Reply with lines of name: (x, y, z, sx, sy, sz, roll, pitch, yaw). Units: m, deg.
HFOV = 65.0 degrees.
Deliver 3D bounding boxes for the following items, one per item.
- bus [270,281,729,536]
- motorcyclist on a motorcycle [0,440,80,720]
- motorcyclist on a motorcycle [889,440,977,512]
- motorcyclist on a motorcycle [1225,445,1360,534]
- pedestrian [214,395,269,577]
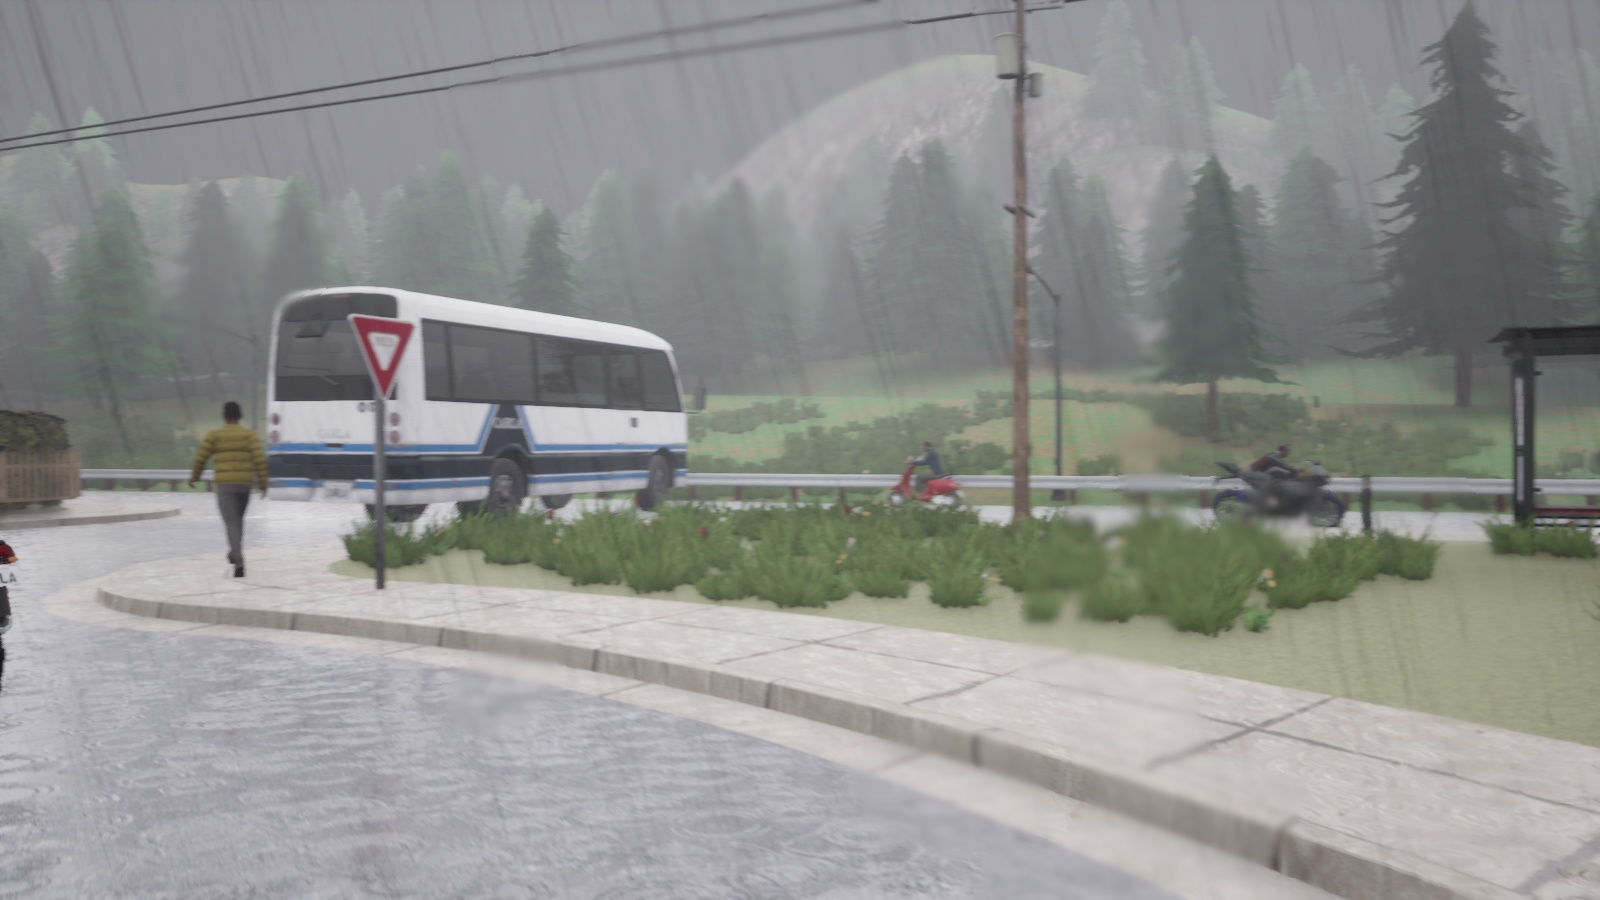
bus: (-5.616, -0.727, 26.444, 3.944, 4.253, 10.273, 1, 1, 24)
motorcyclist on a motorcycle: (-5.189, 0.708, 7.413, 2.044, 1.523, 0.797, 0, 0, 34)
motorcyclist on a motorcycle: (3.040, 0.579, 28.704, 1.817, 1.590, 0.866, 1, 1, 24)
motorcyclist on a motorcycle: (8.771, 0.677, 22.376, 2.191, 1.530, 0.866, 0, 0, 24)
pedestrian: (-5.823, 0.359, 13.091, 0.431, 1.840, 0.709, 0, 0, -31)
